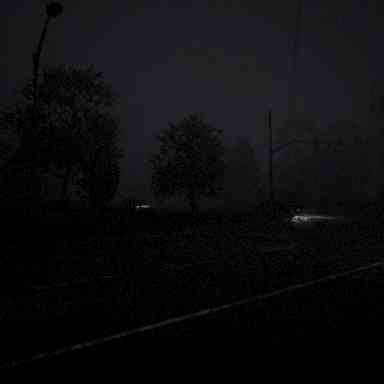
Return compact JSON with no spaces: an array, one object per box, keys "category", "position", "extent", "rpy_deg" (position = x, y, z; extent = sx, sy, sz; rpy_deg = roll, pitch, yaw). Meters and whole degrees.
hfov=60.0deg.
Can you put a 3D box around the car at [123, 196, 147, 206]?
[{"category":"car","position":[-8.136,1.245,47.061],"extent":[1.994,1.385,4.181],"rpy_deg":[-2,1,-39]}]

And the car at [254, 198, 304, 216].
[{"category":"car","position":[7.111,1.202,27.532],"extent":[1.994,1.385,4.181],"rpy_deg":[-2,1,-36]}]
